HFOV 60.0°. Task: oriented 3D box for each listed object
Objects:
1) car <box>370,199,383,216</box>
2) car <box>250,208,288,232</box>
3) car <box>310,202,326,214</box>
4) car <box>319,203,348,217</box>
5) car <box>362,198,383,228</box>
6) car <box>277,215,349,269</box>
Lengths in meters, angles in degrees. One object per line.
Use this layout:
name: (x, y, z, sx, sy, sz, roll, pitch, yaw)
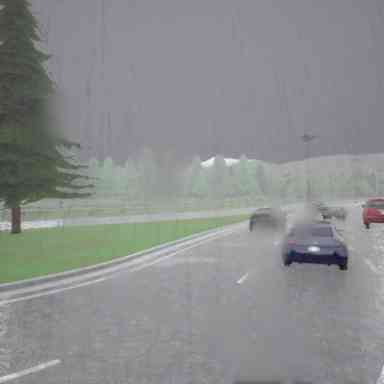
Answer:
car: (22.143, 1.758, 38.850, 2.097, 1.767, 4.553, -1, -1, 32)
car: (5.321, 1.840, 22.801, 1.837, 1.490, 4.892, -1, -1, 25)
car: (16.867, 2.042, 43.517, 2.128, 1.511, 4.902, -1, -1, 33)
car: (13.456, 1.978, 31.065, 1.895, 1.301, 4.718, -1, -1, 29)
car: (13.579, 1.475, 23.898, 2.150, 2.045, 5.566, -1, -1, 26)
car: (4.457, 1.722, 11.937, 1.994, 1.385, 4.181, -1, -1, 22)
